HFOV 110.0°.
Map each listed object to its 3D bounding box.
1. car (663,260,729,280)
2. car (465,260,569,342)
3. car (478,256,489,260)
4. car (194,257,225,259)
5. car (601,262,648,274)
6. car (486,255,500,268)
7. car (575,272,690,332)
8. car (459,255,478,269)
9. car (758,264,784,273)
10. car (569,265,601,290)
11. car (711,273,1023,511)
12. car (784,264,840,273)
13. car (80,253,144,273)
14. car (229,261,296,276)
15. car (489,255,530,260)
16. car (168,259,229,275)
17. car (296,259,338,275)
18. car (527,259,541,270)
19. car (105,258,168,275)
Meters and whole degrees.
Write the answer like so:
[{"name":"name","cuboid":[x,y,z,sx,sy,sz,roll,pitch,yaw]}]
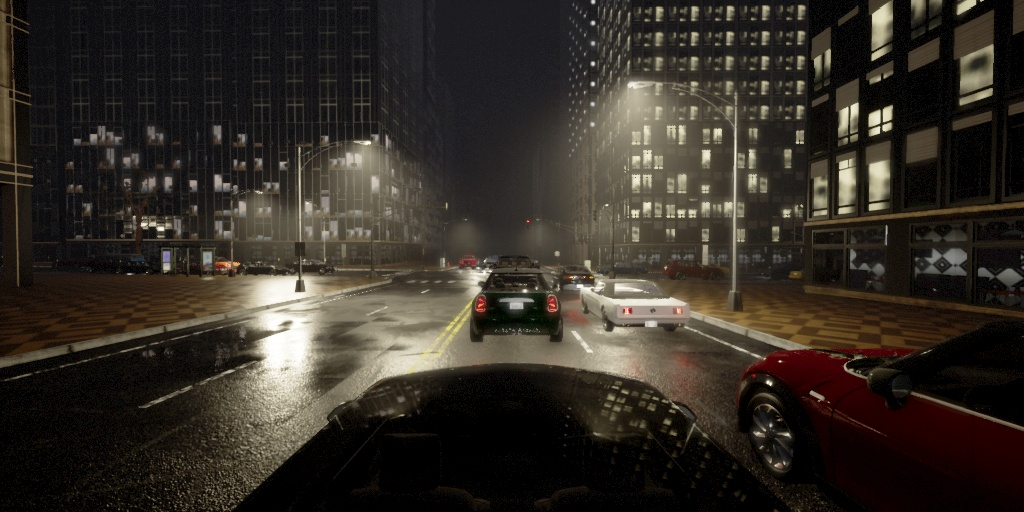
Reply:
[{"name":"car","cuboid":[16.198,1.268,32.230,5.009,1.841,2.192,0,0,1]},{"name":"car","cuboid":[0.101,1.099,9.888,2.097,1.767,4.553,0,0,0]},{"name":"car","cuboid":[-3.336,1.206,52.439,2.128,1.511,4.902,0,0,0]},{"name":"car","cuboid":[-29.422,0.855,35.607,4.553,1.767,2.097,1,1,1]},{"name":"car","cuboid":[11.536,1.367,38.012,5.357,1.411,2.033,0,1,0]},{"name":"car","cuboid":[-3.314,0.925,62.602,2.150,2.045,5.566,0,0,0]},{"name":"car","cuboid":[3.352,1.347,10.839,1.895,1.301,4.718,0,0,0]},{"name":"car","cuboid":[-6.590,0.935,53.972,2.150,2.045,5.566,0,0,0]},{"name":"car","cuboid":[29.121,1.520,37.781,5.357,1.411,2.033,1,1,1]},{"name":"car","cuboid":[3.353,1.245,20.097,1.837,1.490,4.892,0,0,0]},{"name":"car","cuboid":[3.350,1.102,1.821,2.097,1.767,4.553,0,0,0]},{"name":"car","cuboid":[27.647,1.578,32.031,4.829,1.417,1.751,0,0,1]},{"name":"car","cuboid":[-39.417,0.764,35.817,4.553,1.767,2.097,1,1,1]},{"name":"car","cuboid":[-22.726,1.173,32.763,4.313,1.339,1.948,0,0,1]},{"name":"car","cuboid":[0.103,0.963,19.600,2.150,2.045,5.566,0,0,0]},{"name":"car","cuboid":[-28.410,1.138,32.897,4.207,1.307,1.802,0,0,1]},{"name":"car","cuboid":[-19.804,1.081,35.411,4.902,1.511,2.128,1,1,1]},{"name":"car","cuboid":[3.226,1.260,54.350,2.033,1.411,5.357,0,0,2]},{"name":"car","cuboid":[-34.091,1.069,33.071,4.313,1.339,1.948,0,0,1]}]
